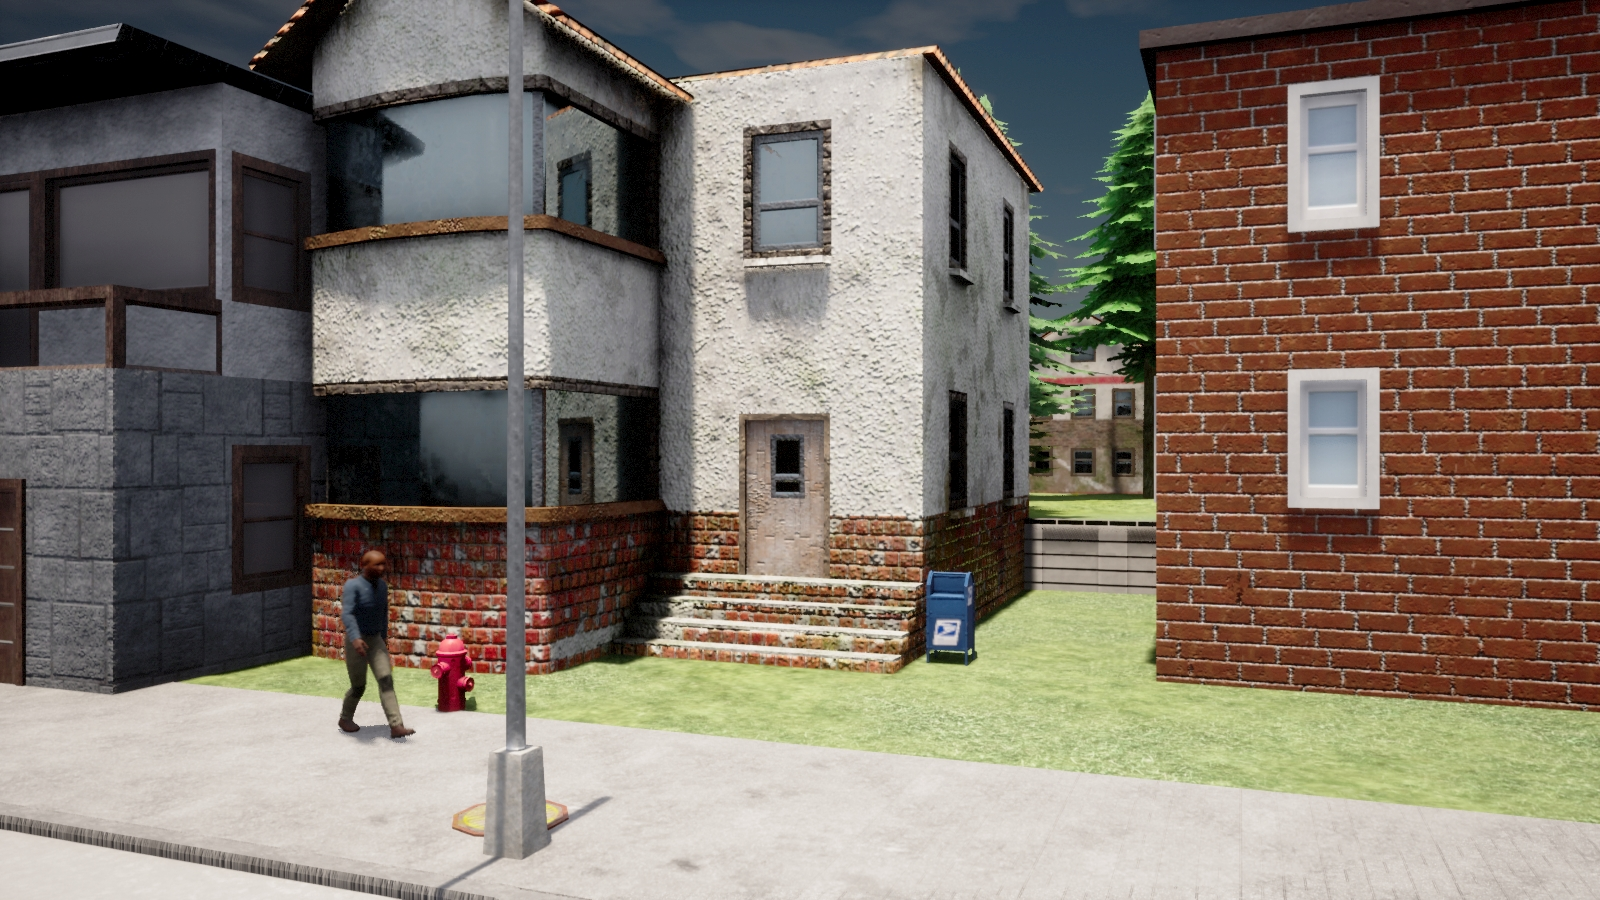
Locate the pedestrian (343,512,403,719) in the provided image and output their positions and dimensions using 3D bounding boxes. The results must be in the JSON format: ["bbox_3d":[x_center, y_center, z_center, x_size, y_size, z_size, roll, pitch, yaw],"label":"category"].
[{"bbox_3d":[-3.991,1.524,10.687,0.375,1.860,0.375,0,0,34],"label":"pedestrian"}]
